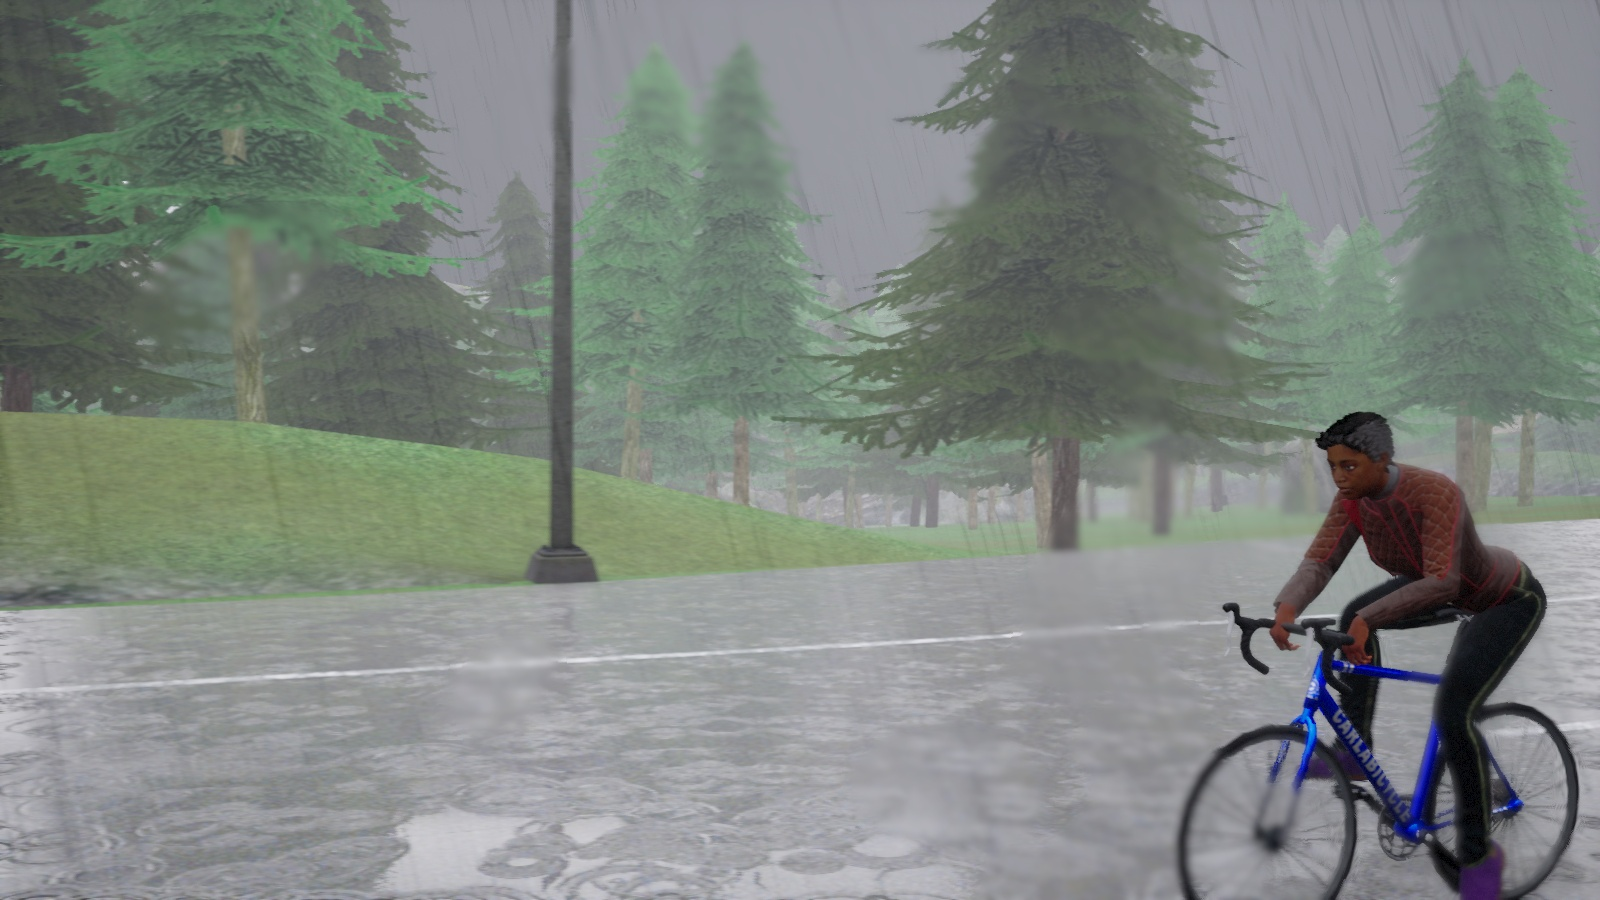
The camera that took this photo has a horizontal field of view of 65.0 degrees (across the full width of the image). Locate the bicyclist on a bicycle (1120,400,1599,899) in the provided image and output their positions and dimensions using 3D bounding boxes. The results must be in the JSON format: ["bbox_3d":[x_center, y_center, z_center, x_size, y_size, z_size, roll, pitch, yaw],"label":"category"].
[{"bbox_3d":[1.892,0.666,3.957,1.656,1.620,0.582,-1,1,-21],"label":"bicyclist on a bicycle"}]
